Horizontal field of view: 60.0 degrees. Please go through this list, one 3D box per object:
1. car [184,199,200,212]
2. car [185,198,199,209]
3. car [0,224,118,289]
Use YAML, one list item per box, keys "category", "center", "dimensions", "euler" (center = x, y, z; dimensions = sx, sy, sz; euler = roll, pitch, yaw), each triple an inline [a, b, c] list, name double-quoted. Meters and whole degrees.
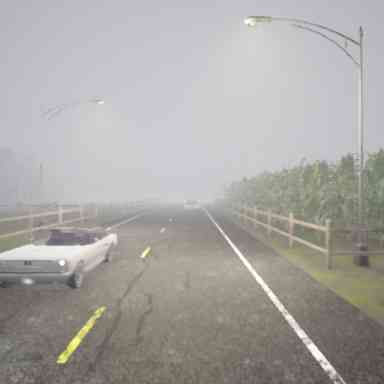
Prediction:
- category: "car"
  center: [-0.009, 1.755, 40.999]
  dimensions: [1.895, 1.301, 4.718]
  euler: [0, 0, 0]
- category: "car"
  center: [-0.010, 1.747, 51.171]
  dimensions: [2.033, 1.411, 5.357]
  euler: [0, 0, 0]
- category: "car"
  center: [-3.530, 1.632, 9.385]
  dimensions: [1.895, 1.301, 4.718]
  euler: [0, 0, 1]
